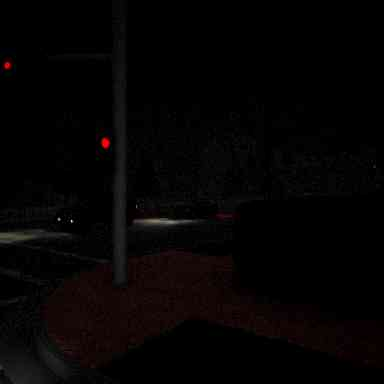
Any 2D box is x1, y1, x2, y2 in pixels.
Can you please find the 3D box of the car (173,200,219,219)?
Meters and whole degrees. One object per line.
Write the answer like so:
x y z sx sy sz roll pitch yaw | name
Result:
0.404 1.478 29.367 1.882 1.535 5.008 0 0 39 | car

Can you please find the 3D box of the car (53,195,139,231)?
-5.952 1.221 21.344 2.150 2.045 5.566 0 0 38 | car

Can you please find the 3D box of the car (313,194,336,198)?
14.430 1.222 35.518 2.150 2.045 5.566 0 0 39 | car
